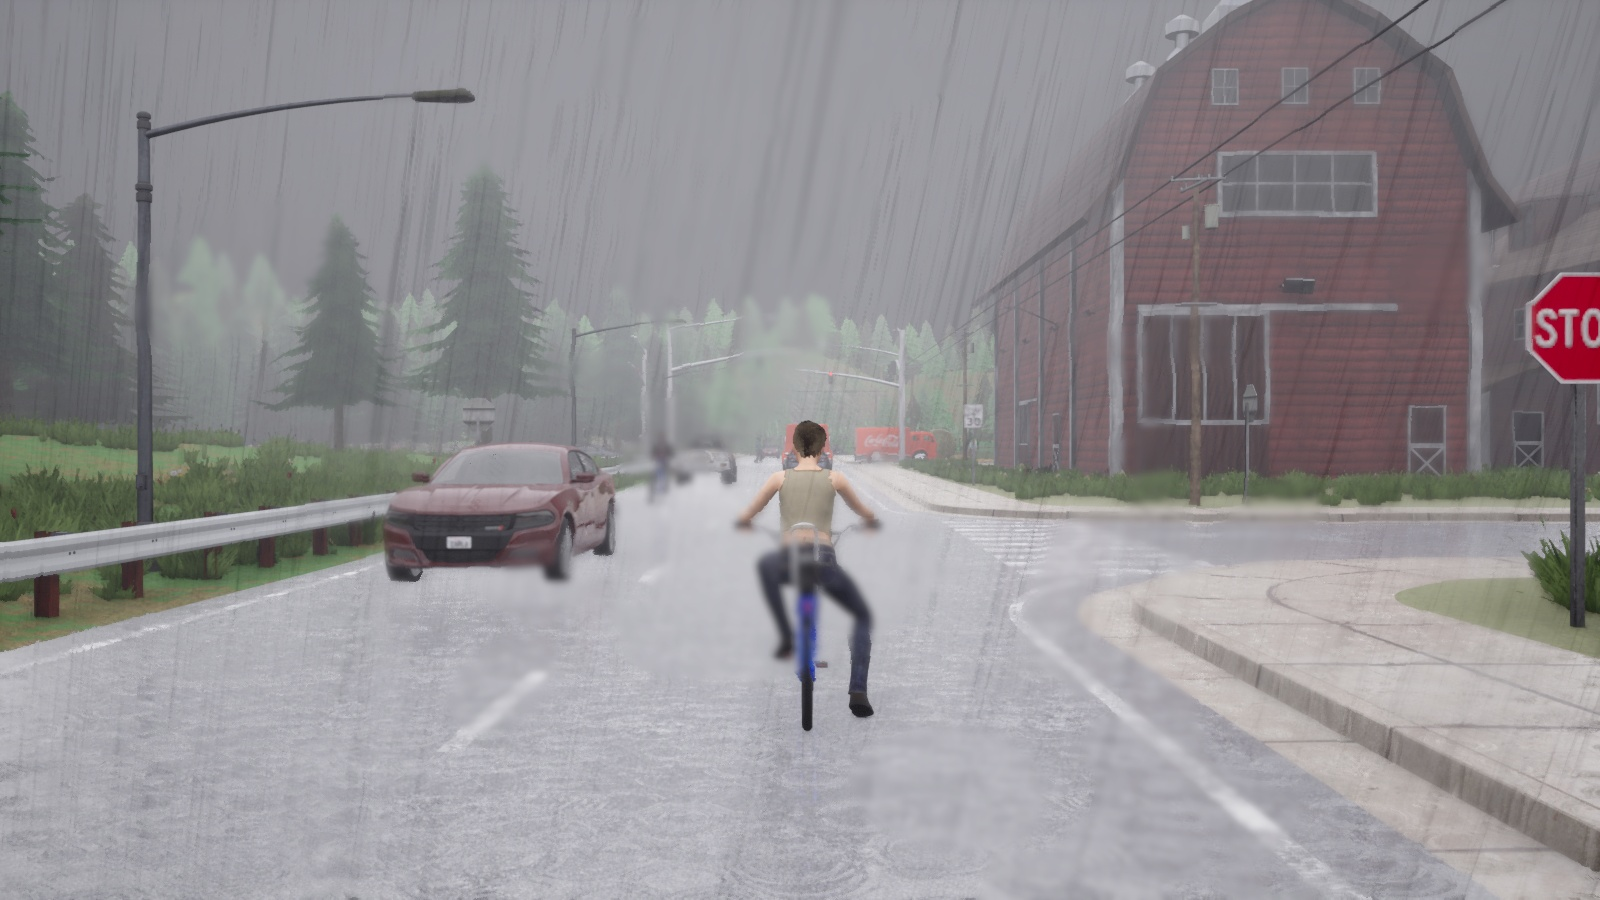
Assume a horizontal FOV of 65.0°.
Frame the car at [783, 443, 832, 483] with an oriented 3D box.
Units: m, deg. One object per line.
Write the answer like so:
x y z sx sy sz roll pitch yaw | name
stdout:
0.288 0.486 48.594 1.816 1.474 4.193 0 0 0 | car

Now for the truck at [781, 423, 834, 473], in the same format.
0.381 -0.106 64.841 2.627 2.467 5.204 0 0 0 | truck

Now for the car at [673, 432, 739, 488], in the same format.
-3.237 0.312 44.042 1.932 1.855 4.605 0 0 0 | car

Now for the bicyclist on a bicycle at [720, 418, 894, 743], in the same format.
0.045 0.644 6.984 0.866 1.612 1.509 0 0 1 | bicyclist on a bicycle

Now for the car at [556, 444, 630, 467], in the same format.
-12.551 0.342 76.392 4.181 1.385 1.994 0 0 -1 | car

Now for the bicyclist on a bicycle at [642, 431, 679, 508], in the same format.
-3.316 0.445 29.987 0.659 1.776 1.843 0 0 0 | bicyclist on a bicycle

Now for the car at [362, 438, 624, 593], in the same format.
-3.400 0.637 14.987 1.882 1.535 5.008 0 0 0 | car

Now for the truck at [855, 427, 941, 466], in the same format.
6.206 -0.212 80.125 5.204 2.467 2.627 0 0 -1 | truck
